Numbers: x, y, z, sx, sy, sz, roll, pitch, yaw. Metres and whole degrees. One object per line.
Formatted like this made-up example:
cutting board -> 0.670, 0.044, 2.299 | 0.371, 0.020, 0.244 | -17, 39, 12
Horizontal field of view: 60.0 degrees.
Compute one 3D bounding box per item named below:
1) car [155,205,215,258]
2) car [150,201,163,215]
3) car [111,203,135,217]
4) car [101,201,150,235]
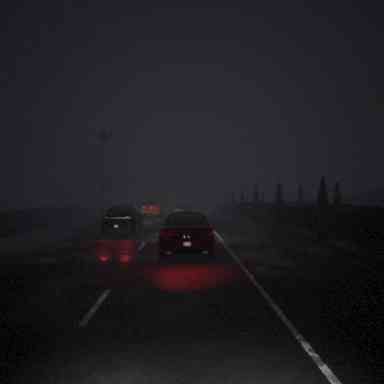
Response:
car -> -0.225, 1.476, 12.891 | 1.882, 1.535, 5.008 | 0, 0, -2
car -> -4.414, 1.845, 37.432 | 2.097, 1.767, 4.553 | 0, -4, -2
car -> -7.958, 2.089, 38.750 | 1.882, 1.535, 5.008 | 0, -4, -2
car -> -3.905, 1.515, 19.226 | 2.128, 1.511, 4.902 | 0, 0, -2
